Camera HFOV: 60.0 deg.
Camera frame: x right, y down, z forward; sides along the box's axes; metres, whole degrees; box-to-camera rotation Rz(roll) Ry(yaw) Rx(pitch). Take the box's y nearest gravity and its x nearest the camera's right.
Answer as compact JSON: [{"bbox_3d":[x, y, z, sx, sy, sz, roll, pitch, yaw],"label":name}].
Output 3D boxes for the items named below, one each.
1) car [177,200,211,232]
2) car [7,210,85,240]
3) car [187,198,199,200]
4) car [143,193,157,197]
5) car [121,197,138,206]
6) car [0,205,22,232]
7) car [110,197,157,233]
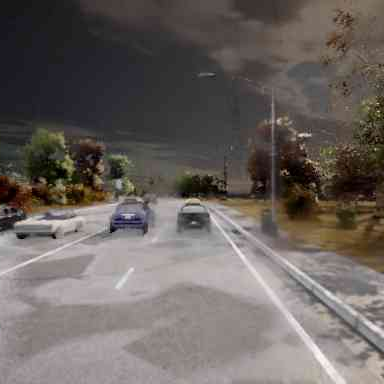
[{"bbox_3d":[0.106,1.481,20.044,1.882,1.535,5.008,0,0,0],"label":"car"},{"bbox_3d":[-7.095,1.604,17.020,1.895,1.301,4.718,0,0,0],"label":"car"},{"bbox_3d":[0.109,1.485,38.442,1.882,1.535,5.008,0,0,0],"label":"car"},{"bbox_3d":[-7.317,1.231,58.370,2.150,2.045,5.566,0,0,-1],"label":"car"},{"bbox_3d":[-10.794,1.556,58.042,2.033,1.411,5.357,0,0,-1],"label":"car"},{"bbox_3d":[-10.594,1.508,17.830,1.837,1.490,4.892,0,0,0],"label":"car"},{"bbox_3d":[-3.394,1.355,19.799,2.097,1.767,4.553,0,0,0],"label":"car"}]
